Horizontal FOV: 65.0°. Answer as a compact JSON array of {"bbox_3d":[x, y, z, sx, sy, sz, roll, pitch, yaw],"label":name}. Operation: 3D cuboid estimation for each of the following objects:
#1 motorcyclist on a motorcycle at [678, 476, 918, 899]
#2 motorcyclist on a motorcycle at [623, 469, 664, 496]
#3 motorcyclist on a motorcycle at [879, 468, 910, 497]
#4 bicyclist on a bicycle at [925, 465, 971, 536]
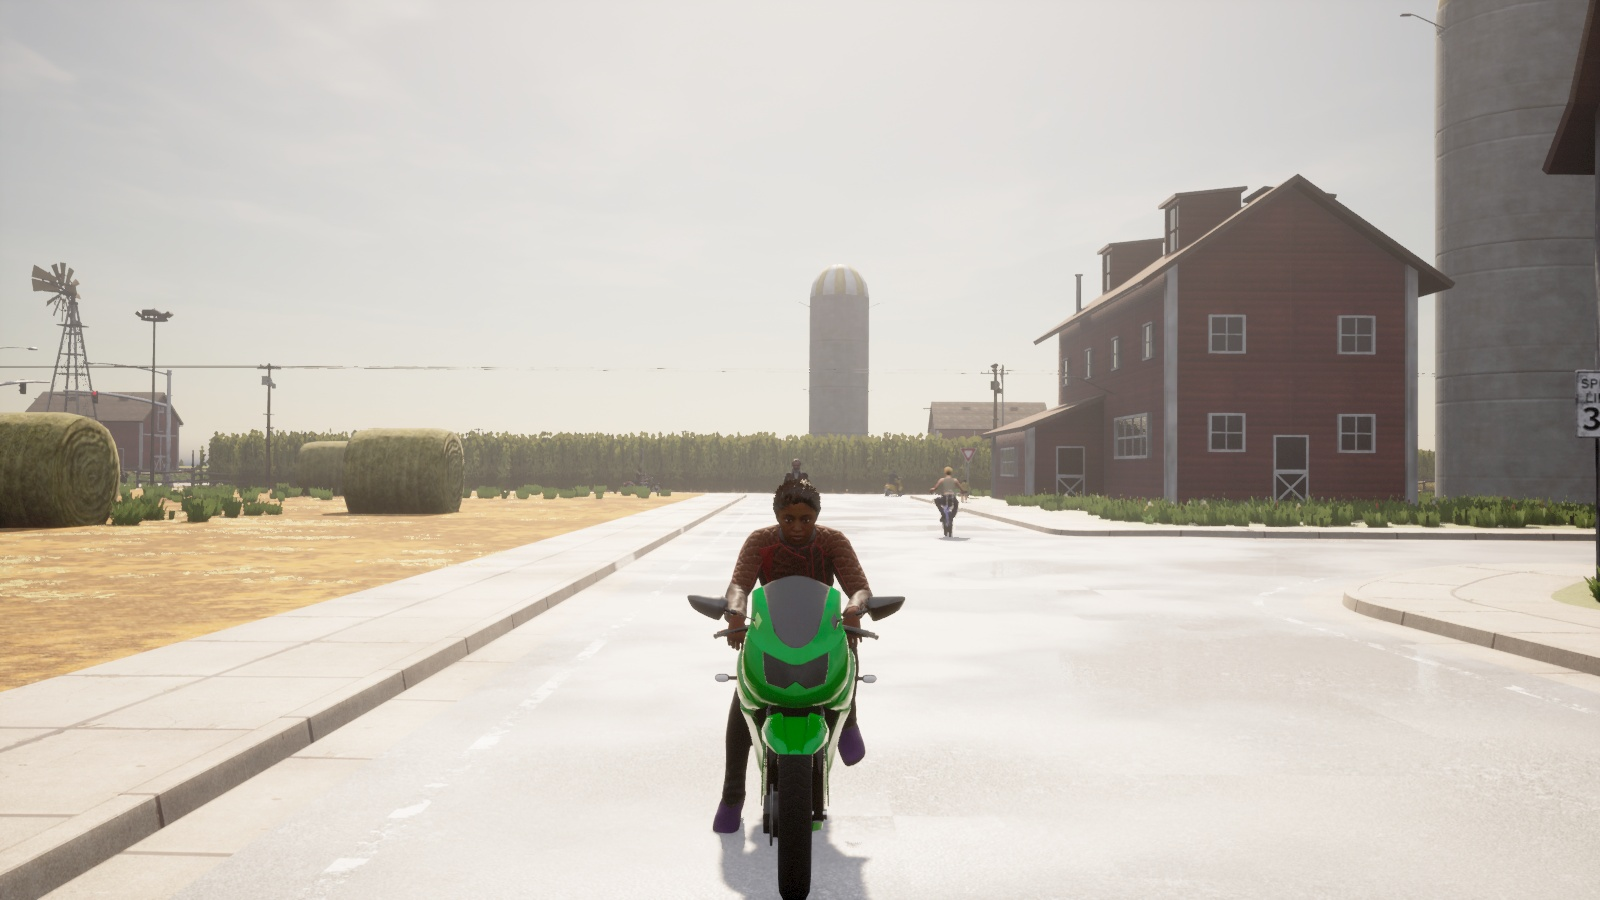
[{"bbox_3d":[-0.010,0.878,5.209,0.797,1.523,2.044,0,-1,0],"label":"motorcyclist on a motorcycle"},{"bbox_3d":[-9.469,1.947,75.880,2.350,1.649,0.766,0,-1,1],"label":"motorcyclist on a motorcycle"},{"bbox_3d":[5.524,1.882,73.044,0.866,1.590,1.817,2,1,40],"label":"motorcyclist on a motorcycle"},{"bbox_3d":[3.414,1.170,29.017,0.866,1.612,1.509,0,-3,0],"label":"bicyclist on a bicycle"}]
